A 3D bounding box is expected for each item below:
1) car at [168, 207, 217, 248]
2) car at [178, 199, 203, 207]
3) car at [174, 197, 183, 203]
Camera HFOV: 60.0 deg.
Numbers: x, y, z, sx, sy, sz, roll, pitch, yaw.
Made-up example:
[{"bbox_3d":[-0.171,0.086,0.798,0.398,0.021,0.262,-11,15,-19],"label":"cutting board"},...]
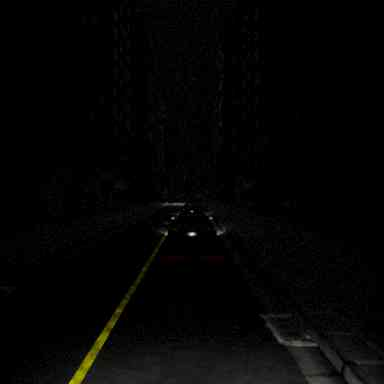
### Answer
[{"bbox_3d":[0.000,1.572,14.650,1.994,1.385,4.181,0,0,0],"label":"car"},{"bbox_3d":[0.000,1.575,29.650,1.994,1.385,4.181,0,0,0],"label":"car"},{"bbox_3d":[-2.750,1.588,68.357,1.895,1.301,4.718,0,0,0],"label":"car"}]
